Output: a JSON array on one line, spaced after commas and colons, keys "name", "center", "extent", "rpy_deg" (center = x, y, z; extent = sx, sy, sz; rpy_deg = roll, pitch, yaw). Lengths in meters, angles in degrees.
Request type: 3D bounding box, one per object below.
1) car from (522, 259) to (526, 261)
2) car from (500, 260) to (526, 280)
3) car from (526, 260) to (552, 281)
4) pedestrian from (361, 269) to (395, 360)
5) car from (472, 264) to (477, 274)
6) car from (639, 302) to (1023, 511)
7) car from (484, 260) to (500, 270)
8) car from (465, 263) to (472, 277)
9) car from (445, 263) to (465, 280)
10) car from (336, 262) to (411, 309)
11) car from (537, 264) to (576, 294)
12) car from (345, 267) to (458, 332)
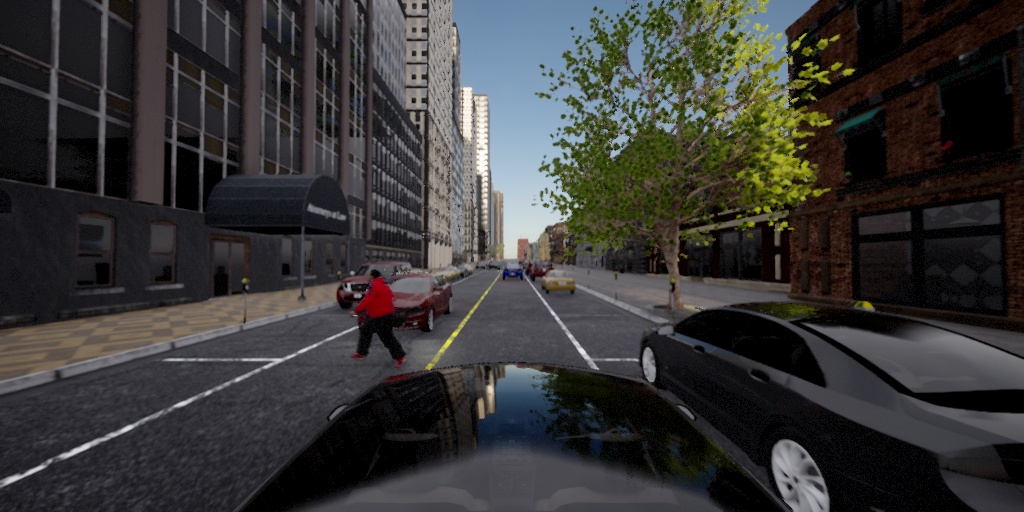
[{"name": "car", "center": [2.676, 1.364, 43.461], "extent": [2.192, 1.841, 5.009], "rpy_deg": [0, 0, 0]}, {"name": "car", "center": [0.083, 1.469, 34.955], "extent": [1.882, 1.535, 5.008], "rpy_deg": [0, 0, 0]}, {"name": "car", "center": [2.680, 1.288, 32.368], "extent": [2.192, 1.841, 5.009], "rpy_deg": [0, 0, 0]}, {"name": "pedestrian", "center": [-2.463, 1.081, 6.610], "extent": [0.375, 1.860, 0.375], "rpy_deg": [1, -1, -4]}, {"name": "car", "center": [-5.705, 1.575, 43.285], "extent": [1.751, 1.417, 4.829], "rpy_deg": [0, 0, 0]}, {"name": "car", "center": [2.999, 1.273, 4.034], "extent": [1.837, 1.490, 4.892], "rpy_deg": [0, 0, 0]}, {"name": "car", "center": [-3.044, 1.515, 61.018], "extent": [2.097, 1.767, 4.553], "rpy_deg": [0, 0, 0]}, {"name": "car", "center": [-5.703, 1.578, 37.910], "extent": [1.948, 1.339, 4.313], "rpy_deg": [0, 0, 0]}, {"name": "car", "center": [-5.701, 1.499, 32.192], "extent": [1.751, 1.417, 4.829], "rpy_deg": [0, 0, 0]}, {"name": "car", "center": [-5.694, 1.170, 15.725], "extent": [2.192, 1.841, 5.009], "rpy_deg": [0, 0, 0]}, {"name": "car", "center": [2.685, 1.420, 21.446], "extent": [1.751, 1.417, 4.829], "rpy_deg": [0, 0, 0]}, {"name": "car", "center": [-3.105, 1.301, 11.333], "extent": [1.882, 1.535, 5.008], "rpy_deg": [0, 0, 0]}]
